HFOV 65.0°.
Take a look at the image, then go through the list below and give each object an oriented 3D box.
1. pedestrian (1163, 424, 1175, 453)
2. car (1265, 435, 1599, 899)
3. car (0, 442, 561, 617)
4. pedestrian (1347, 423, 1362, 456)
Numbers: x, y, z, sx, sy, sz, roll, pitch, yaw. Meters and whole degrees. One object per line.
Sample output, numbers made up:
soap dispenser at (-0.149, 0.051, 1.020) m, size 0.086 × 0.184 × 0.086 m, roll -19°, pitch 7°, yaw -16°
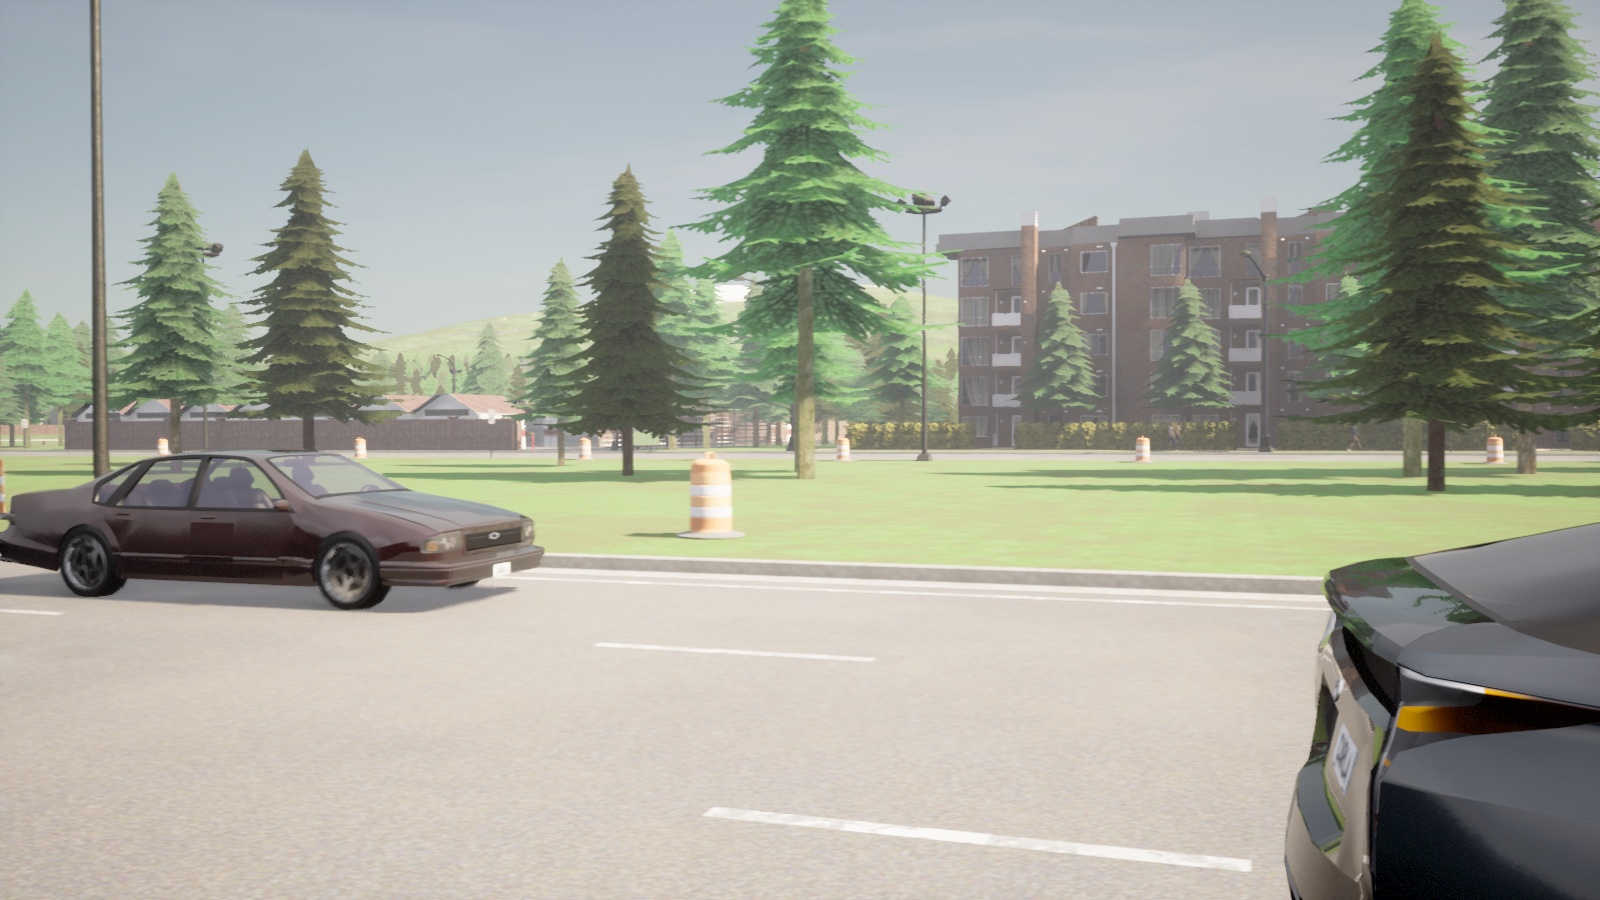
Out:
pedestrian at (23.310, -0.726, 79.234) m, size 0.694 × 1.848 × 0.540 m, roll 1°, pitch 1°, yaw 19°
car at (3.224, 0.752, 2.108) m, size 4.514 × 1.525 × 2.007 m, roll 1°, pitch 1°, yaw 19°
car at (-5.229, 0.657, 12.338) m, size 5.357 × 1.411 × 2.033 m, roll 1°, pitch 1°, yaw 19°
pedestrian at (33.464, -0.633, 75.805) m, size 0.788 × 1.949 × 0.423 m, roll 1°, pitch 1°, yaw 19°
